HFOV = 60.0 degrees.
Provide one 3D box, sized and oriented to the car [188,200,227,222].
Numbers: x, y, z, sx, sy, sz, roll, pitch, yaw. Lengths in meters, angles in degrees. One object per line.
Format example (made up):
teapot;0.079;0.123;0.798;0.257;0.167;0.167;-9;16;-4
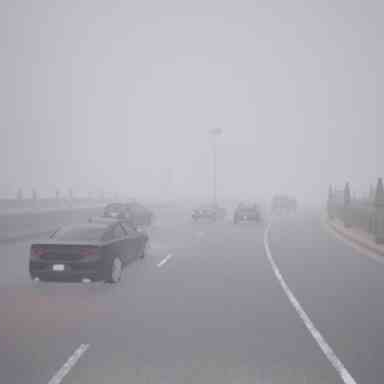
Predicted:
car;1.496;1.626;27.638;2.033;1.411;5.357;0;0;19

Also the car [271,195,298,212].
car;11.419;1.360;40.948;2.150;2.045;5.566;0;0;30

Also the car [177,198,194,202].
car;-0.783;1.738;54.781;2.128;1.511;4.902;0;-1;34

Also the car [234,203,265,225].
car;4.382;1.558;25.039;2.128;1.511;4.902;0;0;18

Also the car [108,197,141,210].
car;-9.420;1.540;46.788;2.097;1.767;4.553;0;0;28

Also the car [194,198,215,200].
car;2.770;1.762;53.786;1.812;1.442;4.674;0;-1;34

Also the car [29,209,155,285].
car;-2.619;1.495;9.677;1.882;1.535;5.008;0;0;6

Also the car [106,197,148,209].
car;-3.982;1.402;21.173;2.097;1.767;4.553;0;0;14
